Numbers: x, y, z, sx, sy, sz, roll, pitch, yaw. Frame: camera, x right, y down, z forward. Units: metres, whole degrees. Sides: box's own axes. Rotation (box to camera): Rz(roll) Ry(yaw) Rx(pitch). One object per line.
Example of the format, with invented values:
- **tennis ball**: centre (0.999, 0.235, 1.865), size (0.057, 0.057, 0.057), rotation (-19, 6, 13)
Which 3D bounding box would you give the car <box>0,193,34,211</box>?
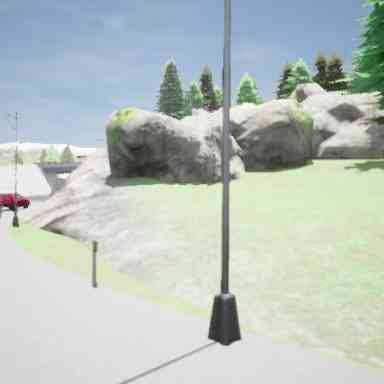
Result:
- **car**: centre (-21.705, 1.132, 40.193), size (2.150, 2.045, 5.566), rotation (0, 0, -3)
